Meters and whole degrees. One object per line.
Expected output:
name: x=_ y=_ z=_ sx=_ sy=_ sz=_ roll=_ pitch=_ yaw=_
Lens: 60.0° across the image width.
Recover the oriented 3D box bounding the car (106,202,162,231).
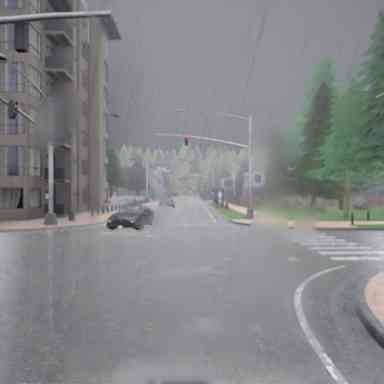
car: x=-3.646 y=1.544 z=21.110 sx=2.033 sy=1.411 sz=5.357 roll=0 pitch=0 yaw=7

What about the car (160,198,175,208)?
car: x=-3.445 y=1.548 z=46.388 sx=1.994 sy=1.385 sz=4.181 roll=0 pitch=0 yaw=0
